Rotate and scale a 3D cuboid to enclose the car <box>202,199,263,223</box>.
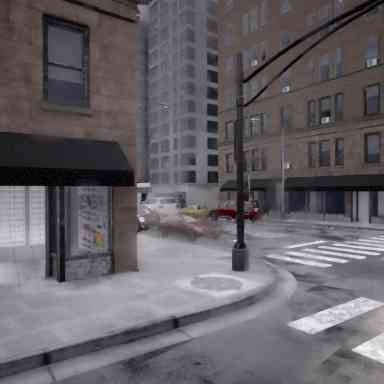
[{"bbox_3d":[3.469,1.522,27.088,2.192,1.841,5.009,-1,0,-36],"label":"car"}]

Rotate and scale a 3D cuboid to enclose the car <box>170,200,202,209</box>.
[{"bbox_3d":[0.158,1.805,31.694,1.752,1.417,4.829,-1,0,-36],"label":"car"}]

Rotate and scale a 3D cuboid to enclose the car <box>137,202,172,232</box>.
[{"bbox_3d":[-3.446,1.706,22.107,1.967,1.590,4.097,-1,0,-36],"label":"car"}]

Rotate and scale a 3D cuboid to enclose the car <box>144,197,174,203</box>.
[{"bbox_3d":[-3.569,1.553,32.327,2.150,2.045,5.566,0,-1,-36],"label":"car"}]

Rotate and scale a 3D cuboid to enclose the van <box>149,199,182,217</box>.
[{"bbox_3d":[-2.962,1.689,36.022,1.690,1.788,3.998,-1,0,-36],"label":"van"}]

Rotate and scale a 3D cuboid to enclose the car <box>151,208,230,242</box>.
[{"bbox_3d":[-0.227,1.778,17.639,1.802,1.307,4.206,-1,0,-36],"label":"car"}]
